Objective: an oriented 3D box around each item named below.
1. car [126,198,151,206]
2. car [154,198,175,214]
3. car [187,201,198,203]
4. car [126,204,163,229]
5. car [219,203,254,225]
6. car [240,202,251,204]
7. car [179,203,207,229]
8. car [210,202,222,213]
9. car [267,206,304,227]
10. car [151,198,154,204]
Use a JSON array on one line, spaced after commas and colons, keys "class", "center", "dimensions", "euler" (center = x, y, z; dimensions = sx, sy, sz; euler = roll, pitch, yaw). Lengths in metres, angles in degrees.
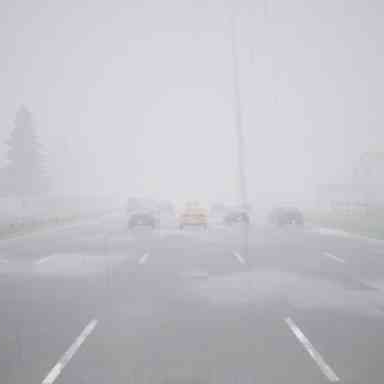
[{"class": "car", "center": [-6.906, 1.795, 42.276], "dimensions": [2.150, 2.045, 5.566], "euler": [0, -2, 0]}, {"class": "car", "center": [-3.406, 1.954, 43.964], "dimensions": [2.097, 1.767, 4.553], "euler": [0, -1, 0]}, {"class": "car", "center": [0.093, 1.955, 44.063], "dimensions": [2.097, 1.767, 4.553], "euler": [0, -1, 0]}, {"class": "car", "center": [-3.409, 1.857, 24.144], "dimensions": [1.812, 1.442, 4.674], "euler": [0, -1, 0]}, {"class": "car", "center": [3.592, 1.904, 27.533], "dimensions": [1.812, 1.442, 4.674], "euler": [0, -1, 0]}, {"class": "car", "center": [7.094, 2.125, 45.081], "dimensions": [1.837, 1.490, 4.892], "euler": [0, 0, 0]}, {"class": "car", "center": [0.097, 1.816, 24.659], "dimensions": [1.882, 1.535, 5.008], "euler": [0, -1, 0]}, {"class": "car", "center": [3.593, 2.119, 46.776], "dimensions": [1.882, 1.535, 5.008], "euler": [0, -1, 0]}, {"class": "car", "center": [7.097, 1.859, 25.617], "dimensions": [1.837, 1.490, 4.892], "euler": [0, 0, 0]}, {"class": "car", "center": [-7.008, 2.031, 59.124], "dimensions": [2.150, 2.045, 5.566], "euler": [0, -1, 0]}]
